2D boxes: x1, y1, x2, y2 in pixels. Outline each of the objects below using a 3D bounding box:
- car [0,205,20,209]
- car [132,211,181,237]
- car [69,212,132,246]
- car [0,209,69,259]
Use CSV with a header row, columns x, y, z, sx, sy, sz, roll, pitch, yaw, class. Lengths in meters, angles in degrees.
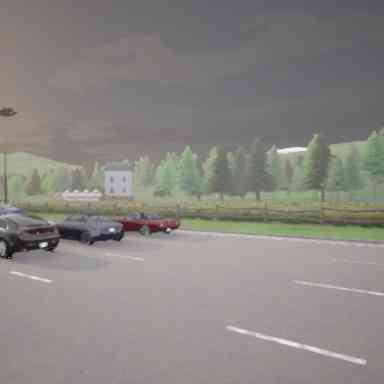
x,y,z,sx,sy,sz,roll,pitch,yaw,class
-15.773,1.843,28.044,4.674,1.442,1.812,0,0,36,car
-3.041,1.748,18.954,4.718,1.301,1.895,-1,0,36,car
-5.259,1.713,16.242,4.181,1.385,1.994,-1,0,36,car
-7.306,1.656,13.401,4.892,1.490,1.837,0,0,36,car
